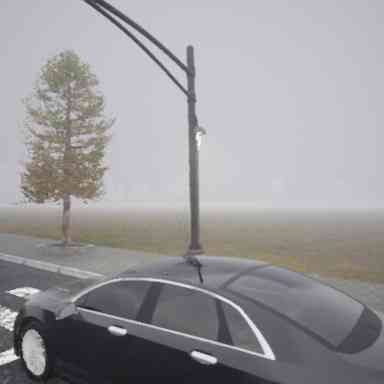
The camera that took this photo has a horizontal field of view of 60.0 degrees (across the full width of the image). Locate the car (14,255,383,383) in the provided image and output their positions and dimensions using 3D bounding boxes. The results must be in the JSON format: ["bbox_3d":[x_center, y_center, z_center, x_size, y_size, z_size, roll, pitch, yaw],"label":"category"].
[{"bbox_3d":[-0.165,1.524,3.840,4.892,1.490,1.837,-1,0,36],"label":"car"}]
